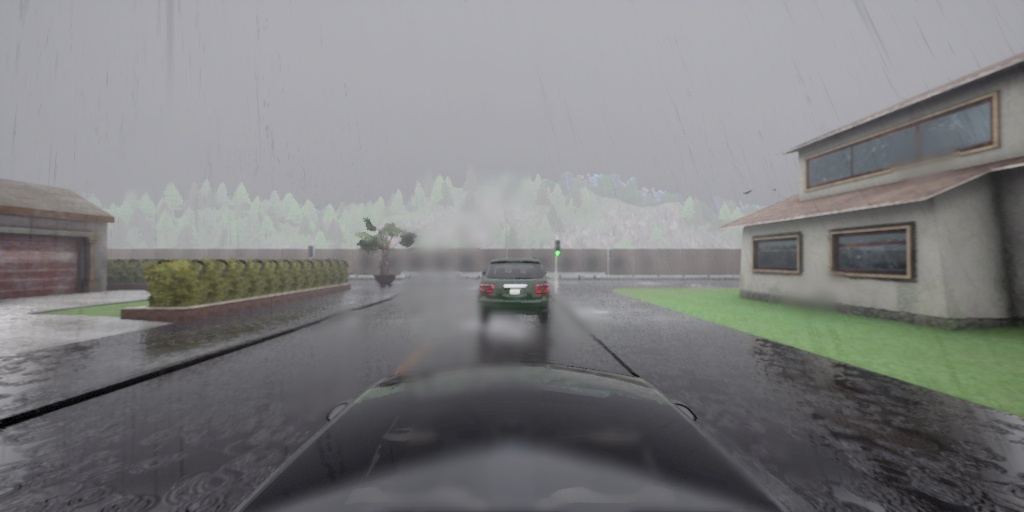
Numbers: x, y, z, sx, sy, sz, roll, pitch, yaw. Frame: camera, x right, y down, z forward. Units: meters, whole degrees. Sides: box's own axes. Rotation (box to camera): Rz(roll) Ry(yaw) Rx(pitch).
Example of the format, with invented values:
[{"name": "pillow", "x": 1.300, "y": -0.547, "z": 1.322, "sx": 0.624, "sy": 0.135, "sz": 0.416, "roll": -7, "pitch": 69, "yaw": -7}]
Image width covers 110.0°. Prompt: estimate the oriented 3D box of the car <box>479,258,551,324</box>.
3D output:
[{"name": "car", "x": 0.098, "y": 1.095, "z": 12.638, "sx": 2.150, "sy": 2.045, "sz": 5.566, "roll": 0, "pitch": 0, "yaw": 0}]
